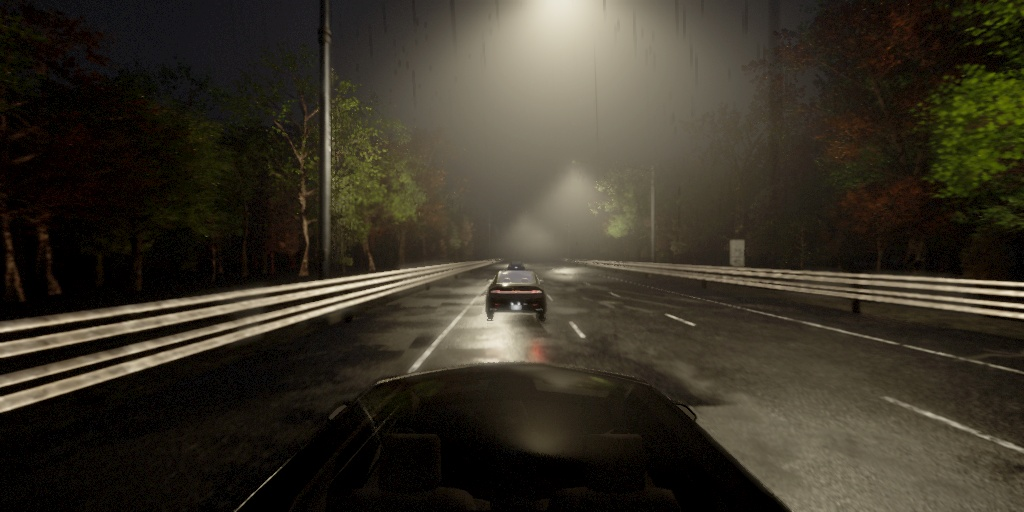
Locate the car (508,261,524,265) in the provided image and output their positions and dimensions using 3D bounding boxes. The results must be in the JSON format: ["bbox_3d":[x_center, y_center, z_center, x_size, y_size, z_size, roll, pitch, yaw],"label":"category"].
[{"bbox_3d":[0.520,1.309,43.363,1.994,1.385,4.181,0,0,1],"label":"car"}]

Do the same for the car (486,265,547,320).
[{"bbox_3d":[0.136,1.241,12.566,2.128,1.511,4.902,0,0,0],"label":"car"}]
